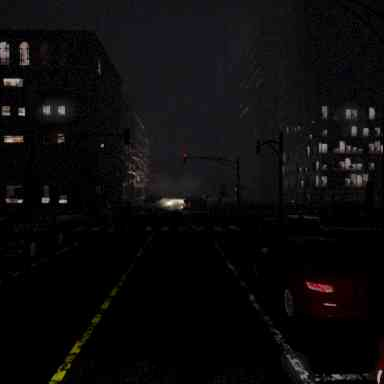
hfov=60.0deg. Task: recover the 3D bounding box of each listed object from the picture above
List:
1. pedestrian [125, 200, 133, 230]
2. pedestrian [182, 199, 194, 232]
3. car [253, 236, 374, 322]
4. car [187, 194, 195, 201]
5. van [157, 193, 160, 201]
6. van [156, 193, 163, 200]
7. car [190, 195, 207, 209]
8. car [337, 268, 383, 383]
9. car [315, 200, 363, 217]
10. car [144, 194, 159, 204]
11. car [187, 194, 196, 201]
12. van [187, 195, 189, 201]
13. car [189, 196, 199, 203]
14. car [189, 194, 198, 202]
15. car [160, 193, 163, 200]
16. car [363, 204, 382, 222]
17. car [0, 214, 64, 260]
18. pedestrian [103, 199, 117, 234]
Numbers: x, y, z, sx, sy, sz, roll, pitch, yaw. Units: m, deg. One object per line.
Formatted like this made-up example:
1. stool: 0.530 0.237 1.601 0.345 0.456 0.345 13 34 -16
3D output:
1. pedestrian: -3.659 1.286 19.202 0.375 1.860 0.375 -1 1 -2
2. pedestrian: -0.255 1.287 18.720 0.375 1.860 0.375 -1 1 -2
3. car: 2.456 1.579 6.996 1.802 1.307 4.206 -1 0 -2
4. car: -0.248 1.341 84.533 1.967 1.590 4.097 -1 0 -2
5. van: -8.013 1.276 67.285 1.690 1.788 3.998 -1 0 -2
6. van: -8.791 1.229 89.857 1.690 1.788 3.998 -1 0 -2
7. car: 1.110 1.513 45.036 1.887 1.381 4.507 -1 0 -2
8. car: 2.648 1.544 1.418 1.887 1.381 4.507 -1 0 -2
9. car: 14.068 1.543 31.099 4.892 1.490 1.837 0 1 -1
10. car: -7.815 1.510 61.643 1.947 1.339 4.313 -1 0 -2
11. car: -0.059 1.353 78.890 1.967 1.590 4.097 -1 0 -2
12. van: 0.524 1.285 61.963 1.690 1.788 3.998 -1 0 -2
13. car: 0.331 1.479 67.606 1.887 1.381 4.507 -1 0 -2
14. car: 0.914 1.401 50.678 1.967 1.590 4.097 -1 0 -2
15. car: -8.399 1.458 78.570 1.887 1.381 4.507 -1 0 -2
16. car: 15.873 1.690 25.220 4.403 1.369 2.008 0 1 -1
17. car: -6.111 1.546 12.248 2.008 1.369 4.403 -1 0 -2
18. pedestrian: -4.415 1.287 17.974 0.375 1.860 0.375 -1 1 -2
